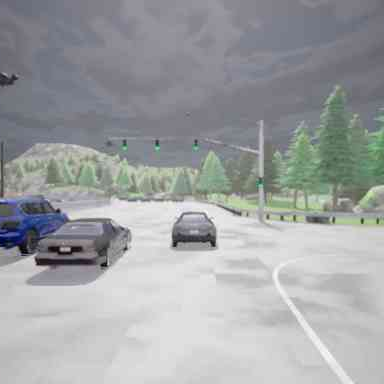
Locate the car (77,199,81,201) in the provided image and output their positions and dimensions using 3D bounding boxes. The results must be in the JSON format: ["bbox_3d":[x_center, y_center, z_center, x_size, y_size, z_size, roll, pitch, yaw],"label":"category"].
[{"bbox_3d":[-21.084,1.846,59.452,1.895,1.301,4.718,0,0,0],"label":"car"}]

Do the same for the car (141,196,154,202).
[{"bbox_3d":[-11.771,1.865,84.475,1.812,1.442,4.674,0,0,-22],"label":"car"}]

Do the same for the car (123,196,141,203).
[{"bbox_3d":[-14.949,1.859,82.975,2.128,1.511,4.902,0,0,-22],"label":"car"}]

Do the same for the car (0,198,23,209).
[{"bbox_3d":[-28.024,1.716,50.780,1.837,1.490,4.892,0,0,0],"label":"car"}]

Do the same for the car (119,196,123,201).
[{"bbox_3d":[-18.911,1.736,92.455,2.128,1.511,4.902,0,0,-30],"label":"car"}]

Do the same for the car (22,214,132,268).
[{"bbox_3d":[-3.403,1.598,11.438,2.033,1.411,5.357,0,0,0],"label":"car"}]

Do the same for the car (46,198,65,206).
[{"bbox_3d":[-24.602,1.812,60.030,1.994,1.385,4.181,0,0,-3],"label":"car"}]

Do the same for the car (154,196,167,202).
[{"bbox_3d":[-8.671,1.939,86.159,1.895,1.301,4.718,0,0,-22],"label":"car"}]

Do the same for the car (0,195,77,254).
[{"bbox_3d":[-6.905,1.281,13.675,2.150,2.045,5.566,0,0,0],"label":"car"}]

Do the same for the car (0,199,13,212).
[{"bbox_3d":[-24.519,1.698,41.439,1.812,1.442,4.674,0,0,0],"label":"car"}]

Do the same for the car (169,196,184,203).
[{"bbox_3d":[-3.472,1.883,81.339,1.994,1.385,4.181,0,0,-18],"label":"car"}]

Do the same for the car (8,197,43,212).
[{"bbox_3d":[-21.020,1.527,42.265,2.097,1.767,4.553,0,0,0],"label":"car"}]

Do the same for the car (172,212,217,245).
[{"bbox_3d":[0.093,1.630,15.815,1.994,1.385,4.181,0,0,0],"label":"car"}]

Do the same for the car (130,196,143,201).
[{"bbox_3d":[-15.763,1.755,93.985,2.033,1.411,5.357,0,0,-30],"label":"car"}]

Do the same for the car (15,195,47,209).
[{"bbox_3d":[-24.524,1.432,50.879,2.150,2.045,5.566,0,0,0],"label":"car"}]

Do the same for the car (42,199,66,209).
[{"bbox_3d":[-21.024,1.774,50.824,1.994,1.385,4.181,0,0,0],"label":"car"}]

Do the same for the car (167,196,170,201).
[{"bbox_3d":[-6.672,1.848,90.875,1.882,1.535,5.008,0,0,-26],"label":"car"}]
